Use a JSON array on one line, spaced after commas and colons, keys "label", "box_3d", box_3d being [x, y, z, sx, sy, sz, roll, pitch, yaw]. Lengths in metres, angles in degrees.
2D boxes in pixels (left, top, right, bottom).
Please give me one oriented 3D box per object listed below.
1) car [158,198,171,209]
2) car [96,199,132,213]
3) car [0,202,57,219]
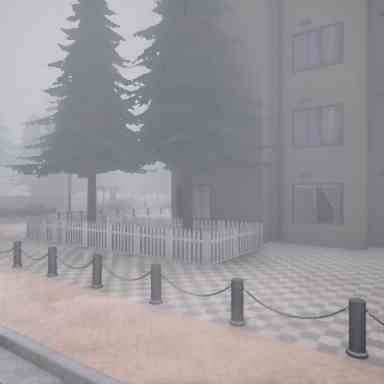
[{"label": "car", "box_3d": [-2.478, 1.510, 44.447, 1.812, 1.442, 4.674, 0, 0, 37]}, {"label": "car", "box_3d": [-8.716, 1.476, 36.217, 2.128, 1.511, 4.902, 0, 0, 37]}, {"label": "car", "box_3d": [-14.342, 1.585, 28.769, 1.895, 1.301, 4.718, 0, 0, 37]}]
